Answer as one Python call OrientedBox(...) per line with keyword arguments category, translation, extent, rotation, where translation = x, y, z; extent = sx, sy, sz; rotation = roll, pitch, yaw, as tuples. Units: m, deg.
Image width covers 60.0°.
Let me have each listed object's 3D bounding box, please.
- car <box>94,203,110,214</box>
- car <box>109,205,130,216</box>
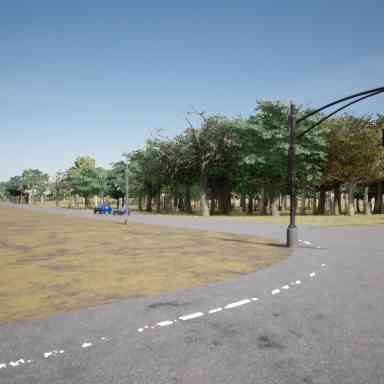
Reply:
OrientedBox(category="car", translation=(-17.590, 3.260, 65.381), extent=(2.150, 2.045, 5.566), rotation=(1, -2, -33))
OrientedBox(category="car", translation=(-12.093, 3.273, 56.974), extent=(1.812, 1.442, 4.674), rotation=(1, -2, -33))
